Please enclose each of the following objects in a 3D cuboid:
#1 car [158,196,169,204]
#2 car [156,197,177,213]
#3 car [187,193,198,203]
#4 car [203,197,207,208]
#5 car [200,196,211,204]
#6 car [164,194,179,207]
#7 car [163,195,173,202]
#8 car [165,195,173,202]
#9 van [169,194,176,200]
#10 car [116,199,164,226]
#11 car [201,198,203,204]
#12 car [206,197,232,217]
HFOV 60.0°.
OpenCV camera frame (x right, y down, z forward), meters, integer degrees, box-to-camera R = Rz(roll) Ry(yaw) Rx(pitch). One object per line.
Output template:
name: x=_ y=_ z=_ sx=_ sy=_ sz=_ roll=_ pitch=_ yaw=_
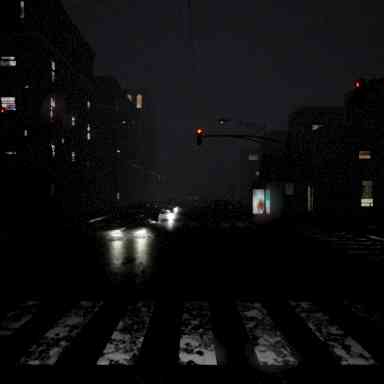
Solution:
car: x=-5.648 y=1.566 z=65.828 sx=1.752 sy=1.417 sz=4.829 roll=0 pitch=0 yaw=0
car: x=-3.073 y=1.612 z=37.902 sx=1.895 sy=1.301 sz=4.718 roll=0 pitch=0 yaw=0
car: x=0.137 y=1.269 z=70.537 sx=2.150 sy=2.045 sz=5.566 roll=0 pitch=0 yaw=0
car: x=2.716 y=1.597 z=43.218 sx=1.802 sy=1.307 sz=4.206 roll=0 pitch=0 yaw=0
car: x=2.733 y=1.592 z=66.005 sx=2.008 sy=1.369 sz=4.403 roll=-1 pitch=0 yaw=0
car: x=-3.046 y=1.516 z=51.931 sx=2.128 sy=1.511 sz=4.902 roll=0 pitch=0 yaw=0
car: x=-5.641 y=1.498 z=77.391 sx=1.967 sy=1.590 sz=4.097 roll=0 pitch=0 yaw=0
car: x=-5.636 y=1.593 z=82.917 sx=1.752 sy=1.417 sz=4.829 roll=-1 pitch=0 yaw=0
van: x=-5.629 y=1.431 z=94.481 sx=1.690 sy=1.788 sz=3.998 roll=-1 pitch=0 yaw=0
car: x=-3.630 y=1.465 z=23.146 sx=1.882 sy=1.535 sz=5.008 roll=0 pitch=-1 yaw=8
car: x=2.720 y=1.572 z=48.915 sx=2.008 sy=1.369 sz=4.403 roll=0 pitch=0 yaw=0
car: x=2.707 y=1.446 z=31.824 sx=1.967 sy=1.590 sz=4.097 roll=0 pitch=0 yaw=0
